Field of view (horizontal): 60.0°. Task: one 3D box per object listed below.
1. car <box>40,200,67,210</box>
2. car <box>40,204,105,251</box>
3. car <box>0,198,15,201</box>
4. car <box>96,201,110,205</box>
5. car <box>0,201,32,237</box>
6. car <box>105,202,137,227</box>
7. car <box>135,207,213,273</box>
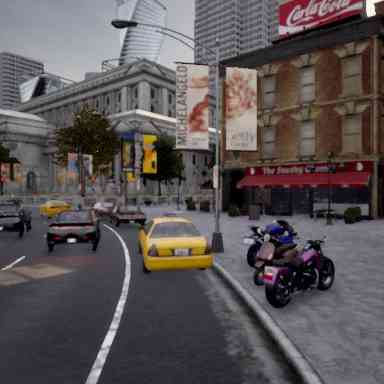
[{"bbox_3d":[-12.139,1.460,29.455,1.882,1.535,5.008,0,0,-33],"label":"car"},{"bbox_3d":[-4.890,1.484,14.105,2.128,1.511,4.902,0,0,-15],"label":"car"},{"bbox_3d":[-23.894,1.463,42.218,4.902,1.511,2.128,0,0,41],"label":"car"},{"bbox_3d":[-7.283,1.506,27.909,2.002,1.452,4.674,0,0,-31],"label":"car"},{"bbox_3d":[-9.759,1.480,17.743,2.128,1.511,4.902,0,0,-21],"label":"car"},{"bbox_3d":[-4.548,1.585,22.874,1.895,1.301,4.718,0,0,-21],"label":"car"},{"bbox_3d":[-0.755,1.452,10.710,1.801,1.575,5.366,0,0,-11],"label":"car"}]
